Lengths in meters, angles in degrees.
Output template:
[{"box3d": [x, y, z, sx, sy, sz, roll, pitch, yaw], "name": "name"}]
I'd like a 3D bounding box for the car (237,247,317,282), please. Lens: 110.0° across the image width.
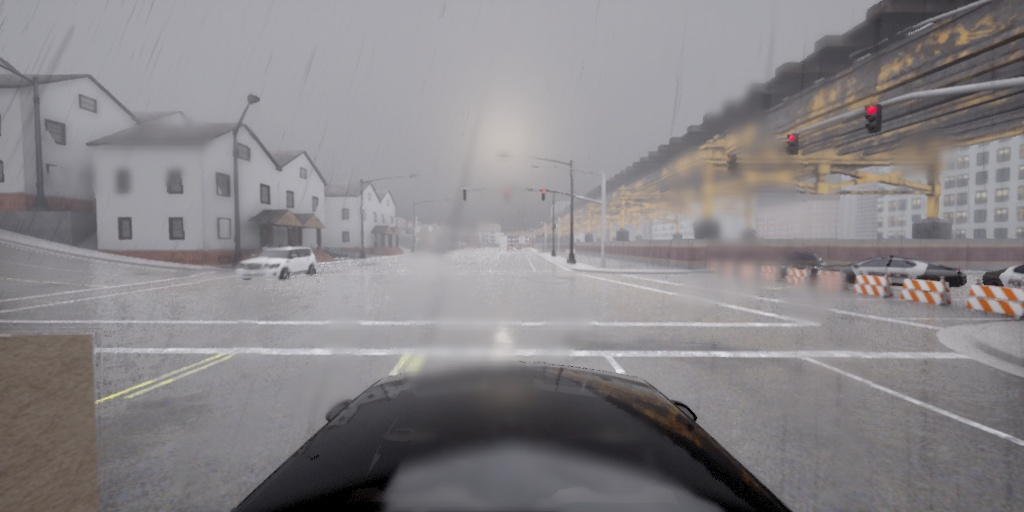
[{"box3d": [-13.884, 0.480, 21.654, 2.150, 2.045, 5.566, -1, 2, -6], "name": "car"}]
